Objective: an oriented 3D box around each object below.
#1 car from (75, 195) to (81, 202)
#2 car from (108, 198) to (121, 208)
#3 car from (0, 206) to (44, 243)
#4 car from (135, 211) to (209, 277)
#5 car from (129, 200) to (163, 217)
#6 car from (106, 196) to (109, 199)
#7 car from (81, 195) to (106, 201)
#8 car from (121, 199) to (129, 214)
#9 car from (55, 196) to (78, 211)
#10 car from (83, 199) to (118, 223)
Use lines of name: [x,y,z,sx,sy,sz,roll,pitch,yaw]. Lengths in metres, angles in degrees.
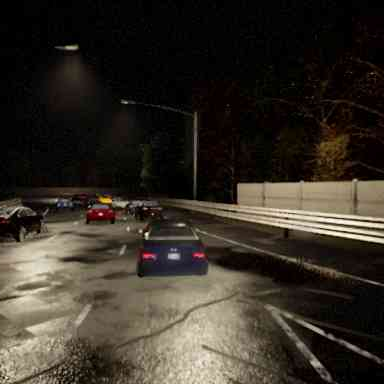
car: [-22.537,1.248,66.253,2.128,1.511,4.902,0,0,-39]
car: [-9.073,1.484,42.561,1.895,1.301,4.718,0,0,-22]
car: [-8.424,1.415,15.611,2.128,1.511,4.902,0,0,-9]
car: [-0.678,1.535,10.203,2.033,1.411,5.357,0,0,-6]
car: [-3.568,1.436,26.888,2.128,1.511,4.902,0,0,-16]
car: [-14.593,1.305,53.955,1.882,1.535,5.008,1,0,-29]
car: [-12.597,1.421,42.197,1.994,1.385,4.181,0,0,-23]
car: [-5.647,1.484,33.562,1.994,1.385,4.181,0,0,-17]
car: [-14.513,1.397,37.848,2.033,1.411,5.357,0,0,-22]
car: [-6.726,1.488,24.657,1.994,1.385,4.181,0,0,-14]
